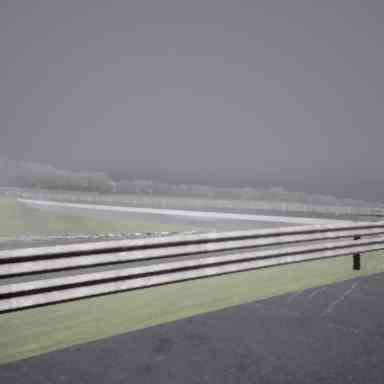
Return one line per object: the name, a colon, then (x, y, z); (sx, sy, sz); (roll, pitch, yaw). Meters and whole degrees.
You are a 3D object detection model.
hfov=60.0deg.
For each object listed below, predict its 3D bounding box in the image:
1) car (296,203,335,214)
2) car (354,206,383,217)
car: (16.160, 2.216, 43.648); (4.902, 1.511, 2.128); (2, -1, 26)
car: (19.543, 2.206, 34.827); (4.674, 1.442, 1.812); (2, -1, 16)
